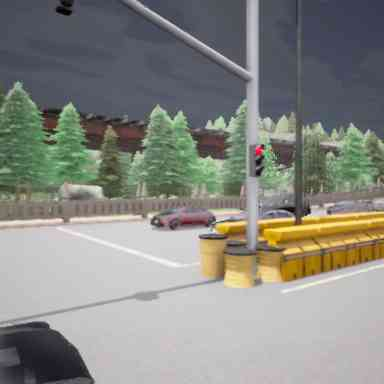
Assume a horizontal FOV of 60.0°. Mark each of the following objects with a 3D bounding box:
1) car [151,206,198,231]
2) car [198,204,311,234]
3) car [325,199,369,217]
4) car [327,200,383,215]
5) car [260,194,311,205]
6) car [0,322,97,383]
[{"bbox_3d":[-0.475,1.564,20.846,4.181,1.385,1.994,0,0,-35],"label":"car"},{"bbox_3d":[2.962,1.492,14.660,4.902,1.511,2.128,0,0,-37],"label":"car"},{"bbox_3d":[14.857,1.497,31.799,4.674,1.442,1.812,-1,1,-36],"label":"car"},{"bbox_3d":[10.357,1.353,19.976,4.553,1.767,2.097,0,0,-36],"label":"car"},{"bbox_3d":[7.073,1.222,26.229,5.566,2.045,2.150,0,0,-35],"label":"car"},{"bbox_3d":[-2.858,1.601,1.707,4.718,1.301,1.895,0,0,-35],"label":"car"}]
